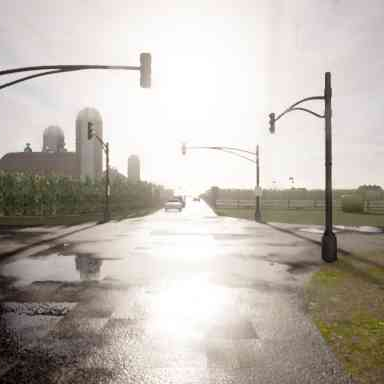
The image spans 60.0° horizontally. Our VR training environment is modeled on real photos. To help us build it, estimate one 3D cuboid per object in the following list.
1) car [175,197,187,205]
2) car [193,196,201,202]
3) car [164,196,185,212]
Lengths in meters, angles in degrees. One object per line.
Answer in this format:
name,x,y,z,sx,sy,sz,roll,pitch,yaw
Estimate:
car,-1.951,1.620,60.102,2.033,1.411,5.357,0,0,1
car,1.093,1.723,80.184,1.895,1.301,4.718,0,0,1
car,-2.197,1.564,40.094,1.812,1.442,4.674,0,0,1
